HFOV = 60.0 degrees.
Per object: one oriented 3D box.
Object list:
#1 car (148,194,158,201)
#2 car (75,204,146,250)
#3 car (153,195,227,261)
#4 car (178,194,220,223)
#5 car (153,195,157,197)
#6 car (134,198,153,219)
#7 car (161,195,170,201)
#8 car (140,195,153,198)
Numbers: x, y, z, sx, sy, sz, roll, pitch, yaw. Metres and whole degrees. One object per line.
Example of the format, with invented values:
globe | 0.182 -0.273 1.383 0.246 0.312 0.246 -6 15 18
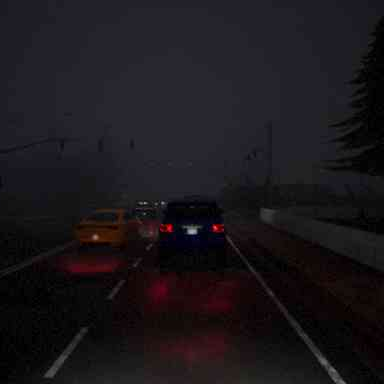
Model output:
car | -10.525 1.387 89.776 2.097 1.767 4.553 0 0 0
car | -3.451 1.485 14.439 1.882 1.535 5.008 0 0 0
car | 0.033 1.230 12.364 2.150 2.045 5.566 0 0 0
car | 0.757 1.238 27.196 2.150 2.045 5.566 -1 0 15
car | -7.021 1.563 74.094 1.812 1.442 4.674 0 0 0
car | -4.241 1.507 28.411 2.128 1.511 4.902 0 0 -12
car | -7.025 1.572 89.747 2.033 1.411 5.357 0 0 0
car | -10.521 1.564 74.087 2.128 1.511 4.902 0 0 0
